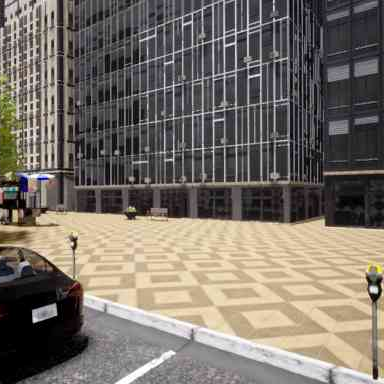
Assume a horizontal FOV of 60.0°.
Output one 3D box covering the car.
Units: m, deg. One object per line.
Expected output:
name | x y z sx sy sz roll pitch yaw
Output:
car | -3.553 1.566 5.418 4.313 1.339 1.947 0 0 36
